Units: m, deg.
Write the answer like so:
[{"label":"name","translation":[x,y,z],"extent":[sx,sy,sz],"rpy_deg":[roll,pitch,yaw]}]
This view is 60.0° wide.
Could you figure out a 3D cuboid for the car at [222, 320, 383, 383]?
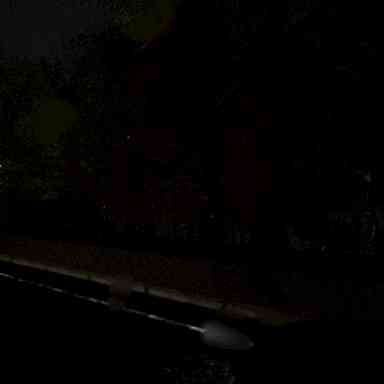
[{"label":"car","translation":[2.188,1.559,2.123],"extent":[4.181,1.385,1.994],"rpy_deg":[-1,0,35]}]
